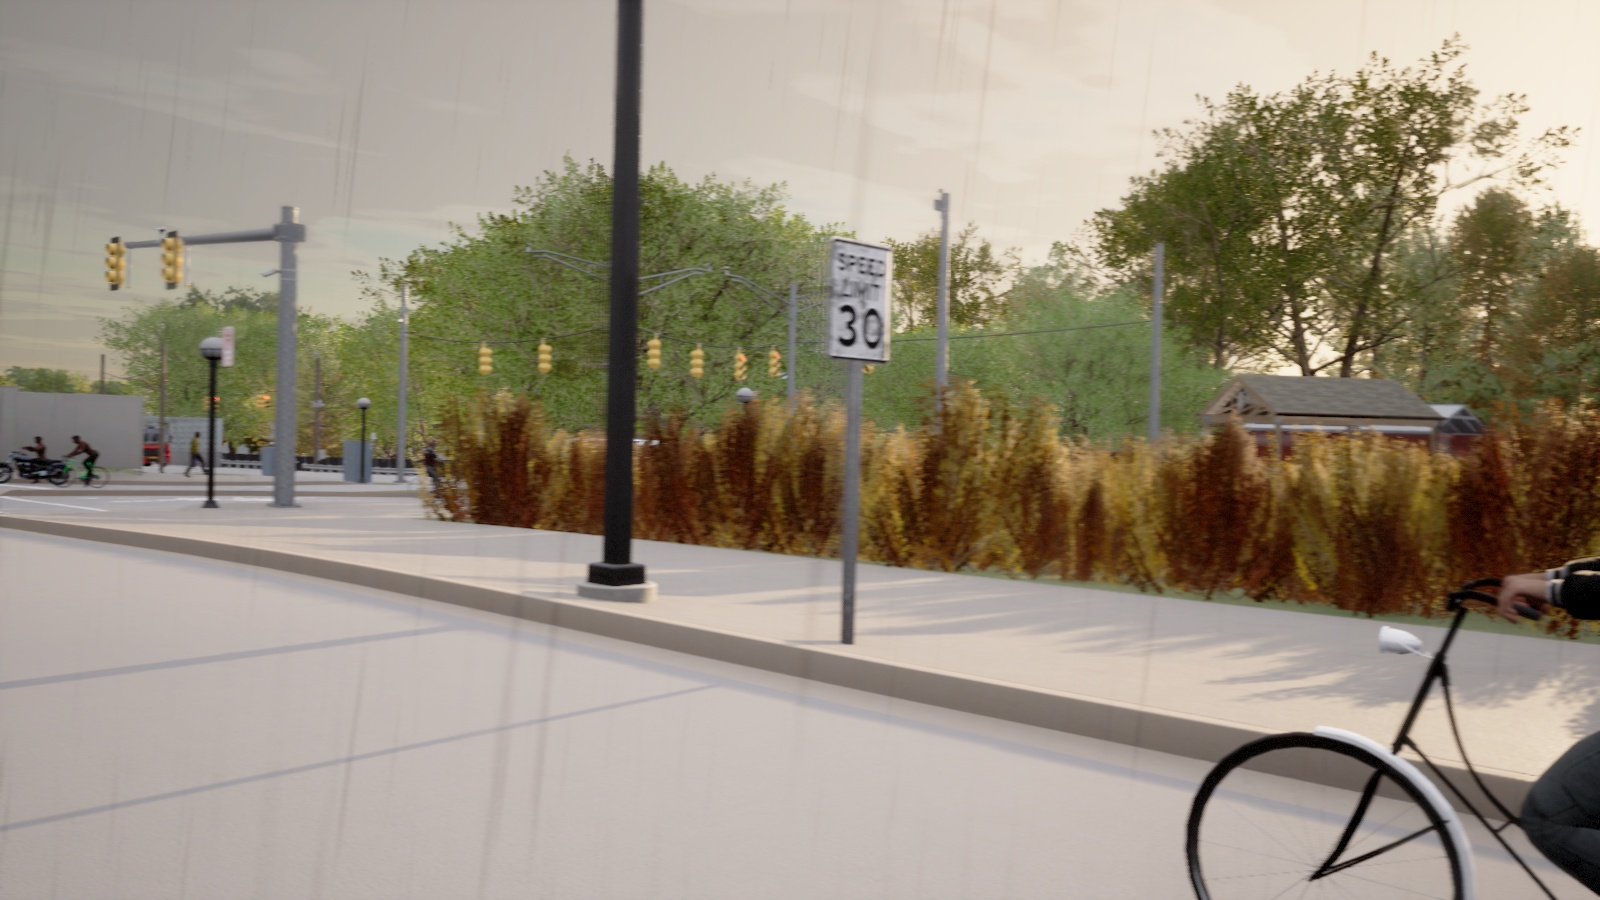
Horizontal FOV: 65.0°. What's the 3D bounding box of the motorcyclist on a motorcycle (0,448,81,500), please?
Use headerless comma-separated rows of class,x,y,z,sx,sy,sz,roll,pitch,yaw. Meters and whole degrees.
motorcyclist on a motorcycle,-24.851,0.782,40.858,2.350,1.649,0.766,2,-2,-44

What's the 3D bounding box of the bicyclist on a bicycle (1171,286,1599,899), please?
bicyclist on a bicycle,1.863,0.550,2.831,1.843,1.776,0.659,1,1,40

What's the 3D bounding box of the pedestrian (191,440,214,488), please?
pedestrian,-23.124,0.551,48.596,0.726,1.835,0.370,0,1,-45

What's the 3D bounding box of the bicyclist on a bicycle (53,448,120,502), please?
bicyclist on a bicycle,-21.956,0.762,38.667,0.582,1.620,1.656,0,-1,42
